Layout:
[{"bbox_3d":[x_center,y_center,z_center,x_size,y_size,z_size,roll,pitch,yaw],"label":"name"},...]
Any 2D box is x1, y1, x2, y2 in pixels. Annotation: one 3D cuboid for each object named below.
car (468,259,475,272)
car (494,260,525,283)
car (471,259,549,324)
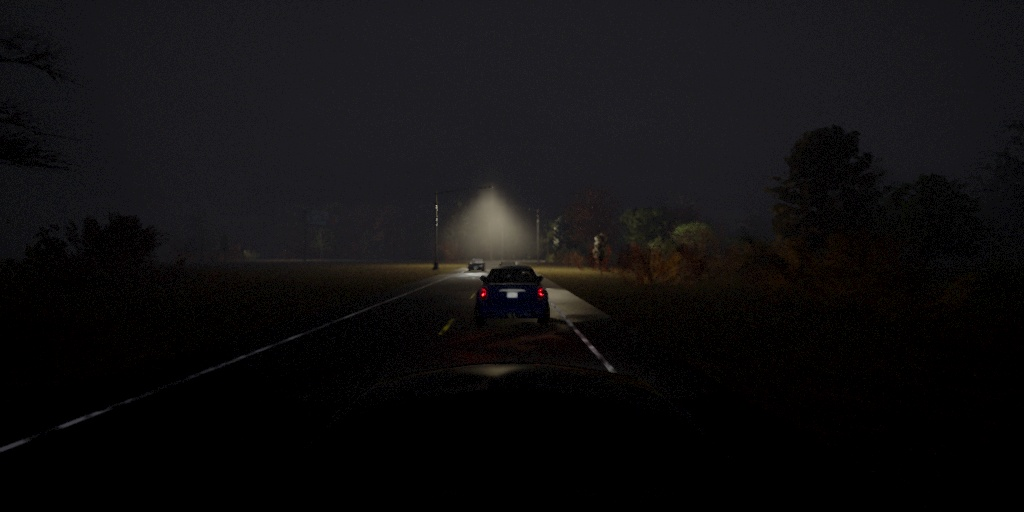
[{"bbox_3d":[-4.095,1.082,42.236,2.128,1.511,4.902,0,0,-1],"label":"car"},{"bbox_3d":[-0.215,1.141,27.384,2.128,1.511,4.902,0,0,-1],"label":"car"},{"bbox_3d":[-0.012,1.065,11.904,2.097,1.767,4.553,0,0,-1],"label":"car"}]
